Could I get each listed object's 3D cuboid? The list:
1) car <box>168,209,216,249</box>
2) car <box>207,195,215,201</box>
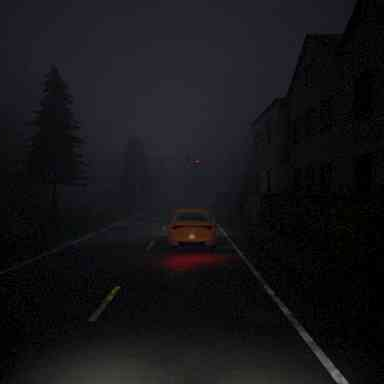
[{"bbox_3d":[0.000,1.482,14.650,1.882,1.535,5.008,0,0,0],"label":"car"},{"bbox_3d":[5.735,1.521,85.803,1.812,1.442,4.674,0,0,44],"label":"car"}]
